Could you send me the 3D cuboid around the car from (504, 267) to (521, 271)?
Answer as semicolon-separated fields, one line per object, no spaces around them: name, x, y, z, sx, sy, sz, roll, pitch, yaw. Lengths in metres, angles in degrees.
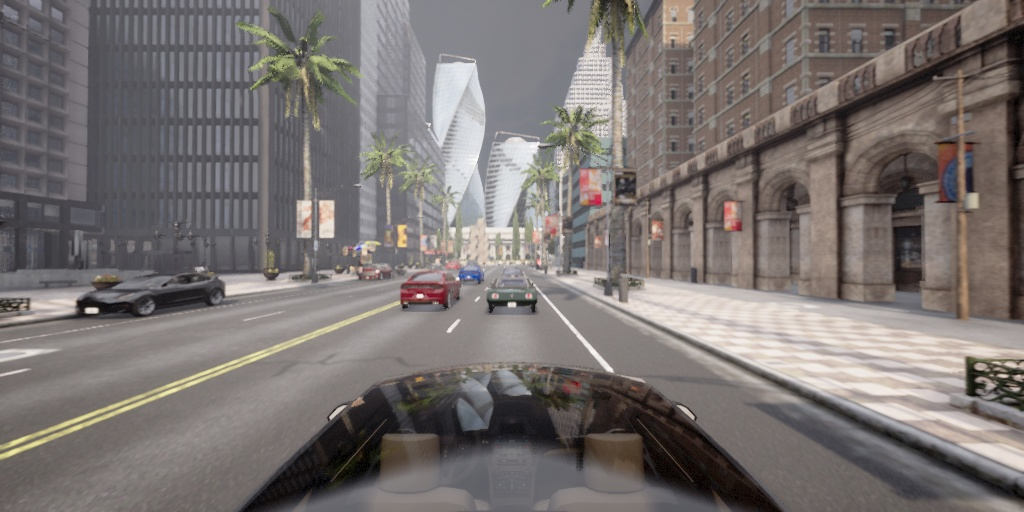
car;0.038;1.600;29.326;2.033;1.411;5.357;0;-1;0

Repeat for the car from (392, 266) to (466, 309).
car;-3.473;1.384;16.072;1.882;1.535;5.008;0;0;0

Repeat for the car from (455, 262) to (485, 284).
car;-3.459;1.548;31.078;1.882;1.535;5.008;0;0;0

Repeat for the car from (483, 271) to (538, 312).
car;0.016;1.497;15.083;1.895;1.301;4.718;0;-1;0
